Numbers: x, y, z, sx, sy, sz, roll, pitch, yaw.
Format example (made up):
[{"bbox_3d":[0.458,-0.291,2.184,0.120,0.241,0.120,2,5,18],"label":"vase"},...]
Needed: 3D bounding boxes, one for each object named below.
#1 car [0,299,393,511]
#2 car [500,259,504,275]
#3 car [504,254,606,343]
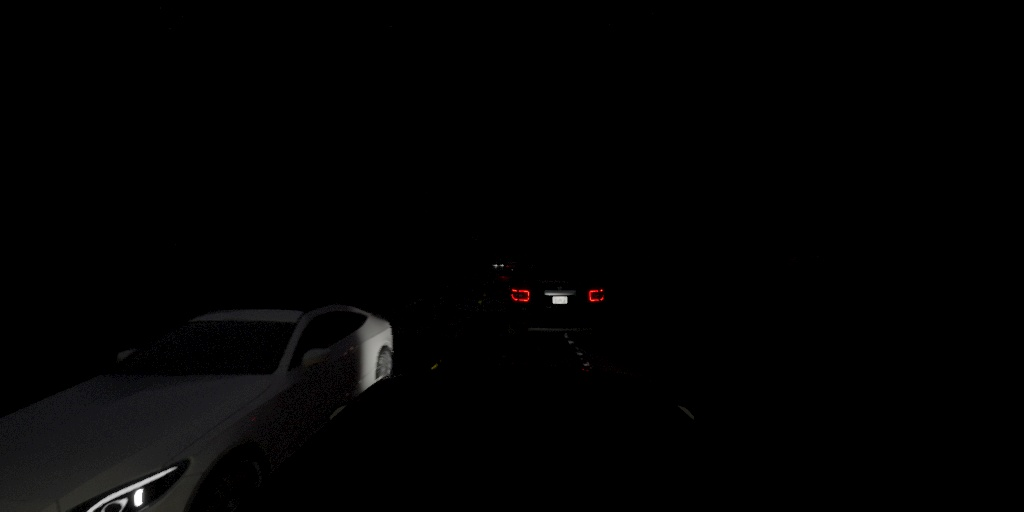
[{"bbox_3d":[-2.750,1.276,3.947,1.812,1.442,4.674,0,0,0],"label":"car"},{"bbox_3d":[0.036,1.222,38.246,1.882,1.535,5.008,0,0,0],"label":"car"},{"bbox_3d":[0.957,0.975,9.858,2.150,2.045,5.566,0,0,0],"label":"car"}]
